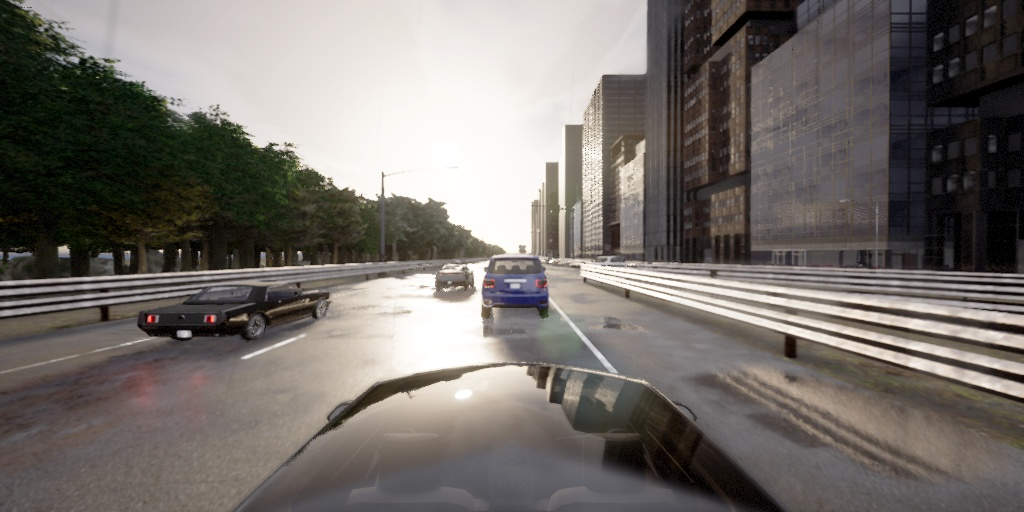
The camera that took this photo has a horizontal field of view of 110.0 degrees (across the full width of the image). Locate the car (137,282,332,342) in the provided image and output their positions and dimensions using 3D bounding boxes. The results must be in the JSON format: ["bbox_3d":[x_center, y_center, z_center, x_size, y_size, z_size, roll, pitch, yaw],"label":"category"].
[{"bbox_3d":[-6.901,1.355,9.779,1.895,1.301,4.718,0,0,0],"label":"car"}]

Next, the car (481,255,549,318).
[{"bbox_3d":[0.100,0.977,13.217,2.150,2.045,5.566,0,0,0],"label":"car"}]

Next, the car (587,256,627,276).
[{"bbox_3d":[9.495,1.046,36.151,2.150,2.045,5.566,0,0,-13],"label":"car"}]

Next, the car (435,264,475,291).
[{"bbox_3d":[-3.399,1.253,22.023,2.128,1.511,4.902,0,0,0],"label":"car"}]
